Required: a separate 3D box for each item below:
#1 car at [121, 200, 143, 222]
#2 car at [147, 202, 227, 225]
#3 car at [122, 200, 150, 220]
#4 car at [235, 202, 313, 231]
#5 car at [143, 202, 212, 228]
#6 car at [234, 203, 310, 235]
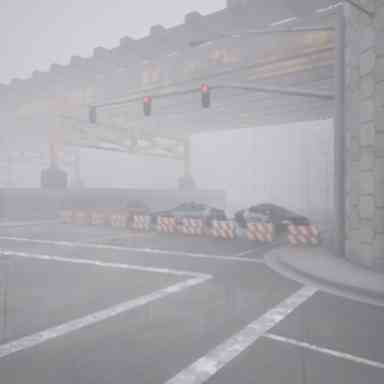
[{"bbox_3d":[-4.039,1.387,23.993,2.038,1.542,4.974,0,0,-10],"label":"car"},{"bbox_3d":[-0.297,1.247,21.233,4.536,1.218,1.853,0,0,0],"label":"car"},{"bbox_3d":[-4.048,1.229,24.044,1.853,1.218,4.536,0,0,-10],"label":"car"},{"bbox_3d":[4.394,1.268,18.686,1.853,1.218,4.536,0,0,-25],"label":"car"},{"bbox_3d":[-0.349,1.405,21.233,4.974,1.542,2.038,0,0,0],"label":"car"},{"bbox_3d":[4.415,1.426,18.640,2.038,1.542,4.974,0,0,-25],"label":"car"}]
